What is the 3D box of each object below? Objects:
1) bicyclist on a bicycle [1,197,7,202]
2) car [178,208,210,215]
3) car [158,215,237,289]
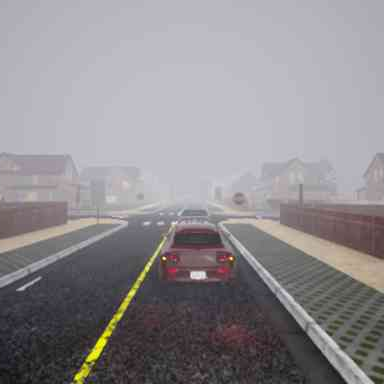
[{"bbox_3d":[-20.073,1.398,35.490,0.582,1.620,1.656,0,0,0],"label":"bicyclist on a bicycle"},{"bbox_3d":[0.145,1.656,19.738,2.033,1.411,5.357,0,0,0],"label":"car"},{"bbox_3d":[0.123,1.576,9.176,1.812,1.442,4.674,0,-1,0],"label":"car"}]
